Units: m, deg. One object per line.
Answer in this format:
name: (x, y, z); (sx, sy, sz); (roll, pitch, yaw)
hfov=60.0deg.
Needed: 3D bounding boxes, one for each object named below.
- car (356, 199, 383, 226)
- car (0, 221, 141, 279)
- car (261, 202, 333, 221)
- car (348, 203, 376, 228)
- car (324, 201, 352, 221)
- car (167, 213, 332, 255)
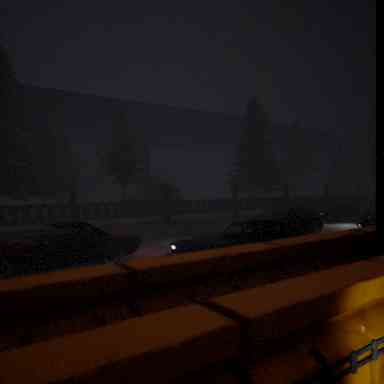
car: (12.777, 1.239, 21.580); (4.674, 1.442, 1.812); (-1, 1, -35)
car: (-3.997, 1.572, 9.734); (4.718, 1.301, 1.895); (-1, 1, -35)
car: (4.368, 1.368, 15.658); (4.674, 1.442, 1.812); (-1, 1, -36)
car: (9.679, 1.340, 15.112); (5.357, 1.411, 2.033); (-1, 1, -35)
car: (10.292, 1.333, 24.107); (5.357, 1.411, 2.033); (-1, 1, -35)
car: (1.677, 1.516, 9.474); (4.718, 1.301, 1.895); (-1, 1, -35)
